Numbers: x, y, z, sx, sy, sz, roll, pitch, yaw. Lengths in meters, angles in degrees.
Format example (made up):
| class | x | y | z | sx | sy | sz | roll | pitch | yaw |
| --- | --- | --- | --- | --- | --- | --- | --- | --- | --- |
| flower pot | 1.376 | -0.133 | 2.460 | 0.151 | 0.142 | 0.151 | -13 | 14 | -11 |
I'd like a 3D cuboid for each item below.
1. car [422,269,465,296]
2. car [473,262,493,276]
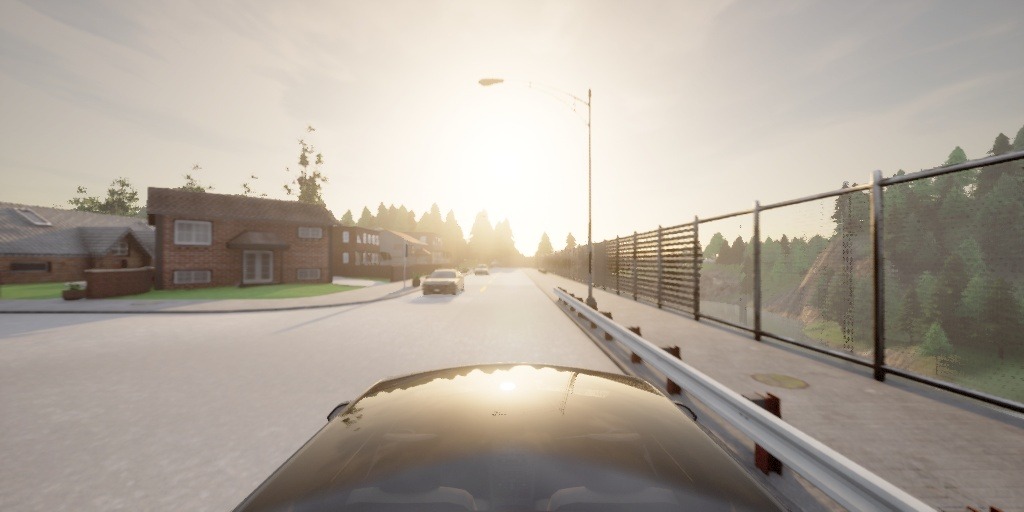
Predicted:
| class | x | y | z | sx | sy | sz | roll | pitch | yaw |
| --- | --- | --- | --- | --- | --- | --- | --- | --- | --- |
| car | -3.999 | 1.536 | 21.584 | 1.882 | 1.535 | 5.008 | 0 | 0 | 0 |
| car | -4.006 | 1.928 | 48.080 | 1.837 | 1.490 | 4.892 | 0 | 1 | 0 |
